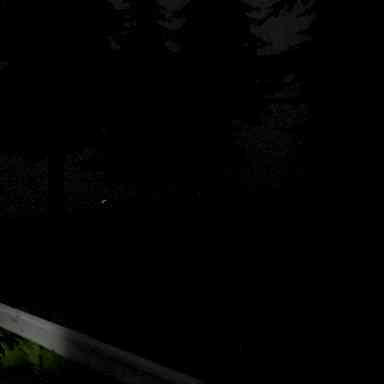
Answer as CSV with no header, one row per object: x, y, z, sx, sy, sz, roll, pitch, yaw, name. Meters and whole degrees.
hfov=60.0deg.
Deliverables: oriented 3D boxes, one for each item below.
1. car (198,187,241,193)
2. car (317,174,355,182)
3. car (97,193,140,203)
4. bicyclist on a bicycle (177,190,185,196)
2.906,0.019,36.185,5.008,1.535,1.882,-5,1,-11,car
15.425,-1.097,36.321,4.553,1.767,2.097,-5,-1,13,car
-6.827,0.719,32.048,4.553,1.767,2.097,-5,2,-29,car
-0.911,0.358,27.913,0.582,1.620,1.656,1,4,-28,bicyclist on a bicycle
